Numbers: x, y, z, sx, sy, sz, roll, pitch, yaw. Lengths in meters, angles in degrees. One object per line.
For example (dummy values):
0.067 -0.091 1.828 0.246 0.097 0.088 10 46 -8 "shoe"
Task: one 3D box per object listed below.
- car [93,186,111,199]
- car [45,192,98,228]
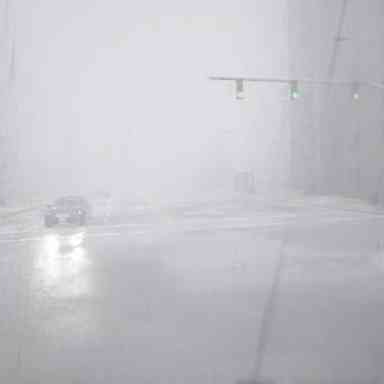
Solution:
-11.698 0.030 43.487 1.837 1.490 4.892 -2 2 -11 "car"
-6.668 0.982 18.255 2.128 1.511 4.902 -2 2 -11 "car"
